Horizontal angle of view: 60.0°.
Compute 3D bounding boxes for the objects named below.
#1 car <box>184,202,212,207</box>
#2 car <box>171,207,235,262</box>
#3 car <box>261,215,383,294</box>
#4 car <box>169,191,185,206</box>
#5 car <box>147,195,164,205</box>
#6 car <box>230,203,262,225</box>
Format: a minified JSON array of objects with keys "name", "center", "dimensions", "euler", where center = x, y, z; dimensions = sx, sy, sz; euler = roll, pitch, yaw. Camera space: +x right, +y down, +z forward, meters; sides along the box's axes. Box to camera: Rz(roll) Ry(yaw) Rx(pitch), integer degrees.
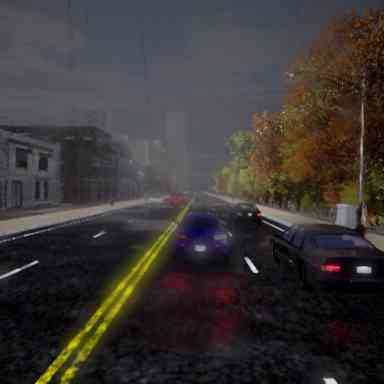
[{"name":"car","center":[0.655,1.484,26.376],"dimensions":[1.895,1.301,4.718],"euler":[1,0,2]},{"name":"car","center":[0.296,1.474,11.904],"dimensions":[1.812,1.442,4.674],"euler":[1,0,1]},{"name":"car","center":[3.456,1.561,9.027],"dimensions":[2.033,1.411,5.357],"euler":[1,0,2]},{"name":"car","center":[-2.156,0.945,49.391],"dimensions":[2.150,2.045,5.566],"euler":[1,0,2]},{"name":"car","center":[-5.398,1.193,49.864],"dimensions":[1.812,1.442,4.674],"euler":[1,0,2]},{"name":"car","center":[3.832,1.495,24.017],"dimensions":[2.033,1.411,5.357],"euler":[1,0,2]}]
